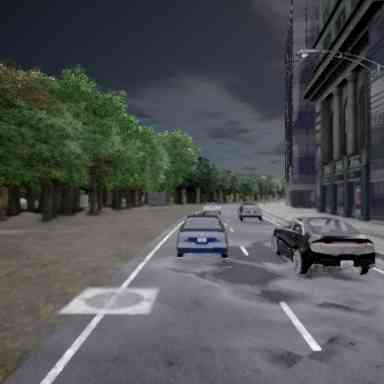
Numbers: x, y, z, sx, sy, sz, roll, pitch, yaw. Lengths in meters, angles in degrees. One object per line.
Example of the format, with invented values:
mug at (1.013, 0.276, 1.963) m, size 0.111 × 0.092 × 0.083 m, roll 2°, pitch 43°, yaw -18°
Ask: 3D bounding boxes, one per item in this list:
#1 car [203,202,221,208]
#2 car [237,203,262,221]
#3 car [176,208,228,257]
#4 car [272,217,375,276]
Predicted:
car at (2.334, 1.823, 37.452) m, size 1.895 × 1.301 × 4.718 m, roll 0°, pitch -1°, yaw 6°
car at (4.966, 1.692, 28.856) m, size 2.033 × 1.411 × 5.357 m, roll 0°, pitch 0°, yaw 5°
car at (0.423, 1.589, 13.122) m, size 2.033 × 1.411 × 5.357 m, roll 0°, pitch 0°, yaw 2°
car at (3.842, 1.524, 10.501) m, size 2.128 × 1.511 × 4.902 m, roll 0°, pitch 0°, yaw 2°
